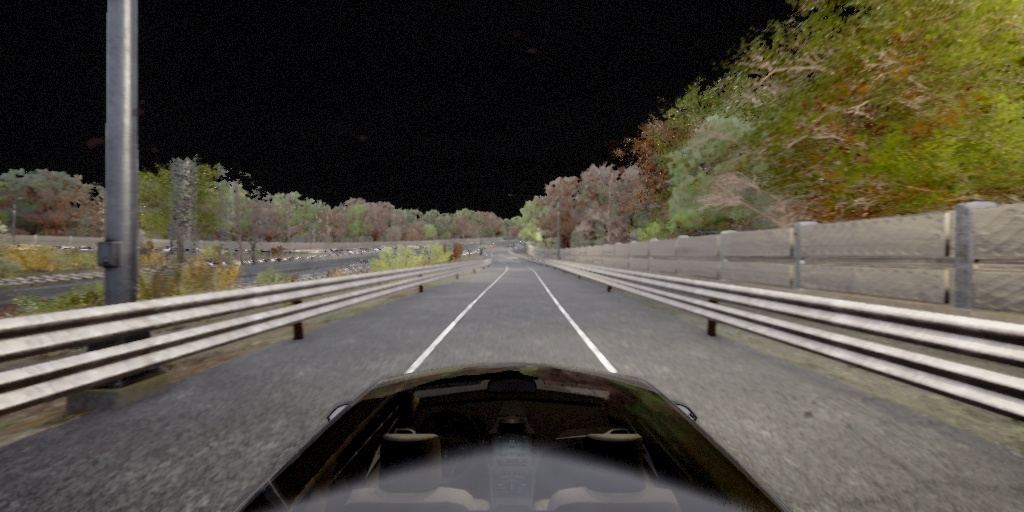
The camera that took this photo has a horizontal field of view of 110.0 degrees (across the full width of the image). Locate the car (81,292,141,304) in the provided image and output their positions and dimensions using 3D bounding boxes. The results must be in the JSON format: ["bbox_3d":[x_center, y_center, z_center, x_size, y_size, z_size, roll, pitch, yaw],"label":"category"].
[{"bbox_3d":[-43.319,4.785,39.569,1.812,1.442,4.674,1,4,16],"label":"car"}]

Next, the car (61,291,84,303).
[{"bbox_3d":[-46.681,4.773,40.565,1.895,1.301,4.718,1,4,16],"label":"car"}]
